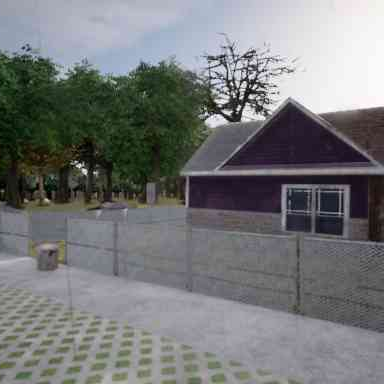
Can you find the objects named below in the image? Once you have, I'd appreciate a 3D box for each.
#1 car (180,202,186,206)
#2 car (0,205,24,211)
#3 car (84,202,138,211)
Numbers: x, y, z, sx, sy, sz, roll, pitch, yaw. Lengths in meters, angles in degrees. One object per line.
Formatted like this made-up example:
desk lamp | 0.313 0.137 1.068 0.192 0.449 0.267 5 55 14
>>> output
car | 0.390 1.460 41.139 1.994 1.385 4.181 2 2 37
car | -13.444 1.613 22.038 1.812 1.442 4.674 2 1 36
car | -7.294 1.606 30.553 2.033 1.411 5.357 2 1 36
